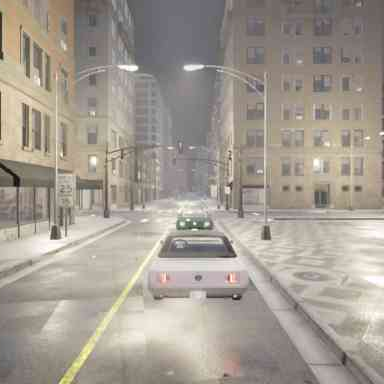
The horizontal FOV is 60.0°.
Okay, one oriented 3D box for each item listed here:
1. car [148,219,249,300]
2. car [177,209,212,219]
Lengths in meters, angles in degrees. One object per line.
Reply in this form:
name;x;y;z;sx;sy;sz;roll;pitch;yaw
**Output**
car;0.116;1.600;8.316;1.895;1.301;4.718;0;0;0
car;0.134;1.600;18.551;1.895;1.301;4.718;0;0;0
